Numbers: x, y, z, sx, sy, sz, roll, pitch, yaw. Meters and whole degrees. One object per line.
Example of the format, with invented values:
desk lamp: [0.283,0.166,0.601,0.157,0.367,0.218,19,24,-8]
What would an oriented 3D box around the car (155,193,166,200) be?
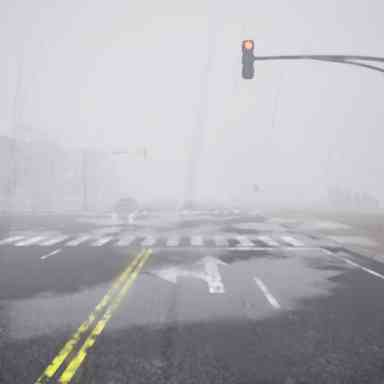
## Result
car: [-6.547,1.006,70.206,2.033,1.411,5.357,0,0,0]

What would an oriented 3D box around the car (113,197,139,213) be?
car: [-6.520,1.248,33.399,1.882,1.535,5.008,0,2,0]
